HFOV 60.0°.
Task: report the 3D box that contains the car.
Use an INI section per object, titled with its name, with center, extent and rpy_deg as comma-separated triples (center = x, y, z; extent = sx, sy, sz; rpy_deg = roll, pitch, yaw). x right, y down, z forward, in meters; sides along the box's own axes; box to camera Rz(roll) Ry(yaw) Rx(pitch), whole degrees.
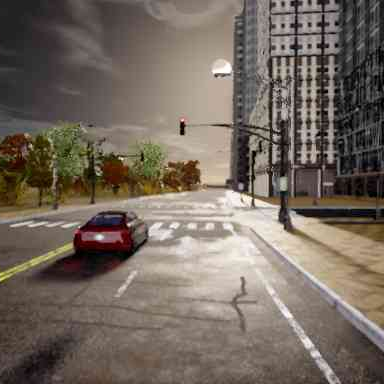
[car]
center = -2.848, 1.374, 12.525
extent = 1.994, 1.385, 4.181
rpy_deg = 0, 1, 2
